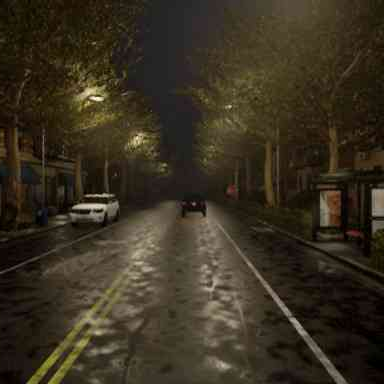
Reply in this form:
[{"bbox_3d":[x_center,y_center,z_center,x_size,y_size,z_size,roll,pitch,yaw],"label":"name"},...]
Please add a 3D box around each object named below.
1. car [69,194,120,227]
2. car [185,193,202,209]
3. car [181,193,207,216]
[{"bbox_3d":[-6.499,1.173,22.813,2.435,2.045,5.566,0,0,0],"label":"car"},{"bbox_3d":[0.188,1.112,43.799,2.150,2.045,5.566,0,0,0],"label":"car"},{"bbox_3d":[0.176,1.148,31.085,2.150,2.045,5.566,0,0,0],"label":"car"}]
